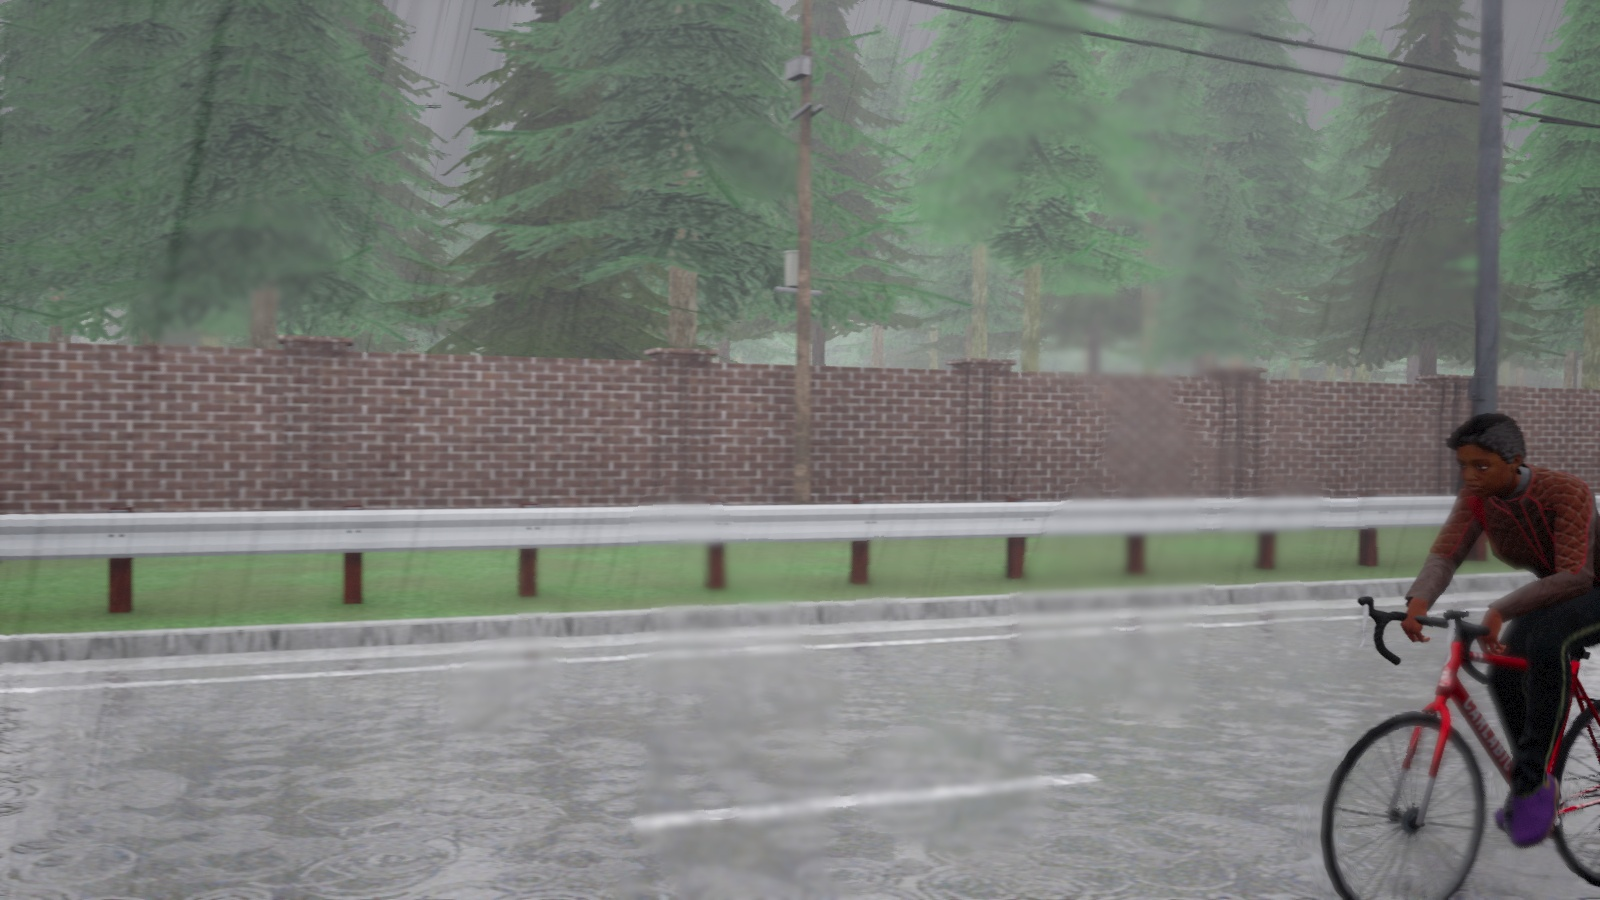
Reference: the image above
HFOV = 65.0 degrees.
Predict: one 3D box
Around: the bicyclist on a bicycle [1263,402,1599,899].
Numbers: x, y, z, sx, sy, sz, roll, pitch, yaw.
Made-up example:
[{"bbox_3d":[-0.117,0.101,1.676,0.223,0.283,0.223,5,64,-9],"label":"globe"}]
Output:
[{"bbox_3d":[2.409,0.658,4.150,1.656,1.620,0.582,-1,1,-21],"label":"bicyclist on a bicycle"}]
